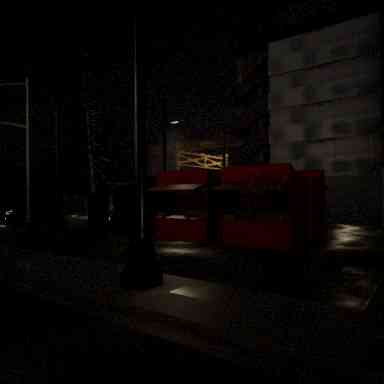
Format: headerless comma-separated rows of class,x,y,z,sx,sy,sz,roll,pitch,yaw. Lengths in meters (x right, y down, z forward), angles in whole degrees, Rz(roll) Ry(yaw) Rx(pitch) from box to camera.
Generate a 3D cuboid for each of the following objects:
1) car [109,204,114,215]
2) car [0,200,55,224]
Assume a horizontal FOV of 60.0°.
car,-7.147,1.663,34.109,1.812,1.442,4.674,-1,-1,36
car,-12.861,1.490,26.262,2.097,1.767,4.553,-1,-1,36
